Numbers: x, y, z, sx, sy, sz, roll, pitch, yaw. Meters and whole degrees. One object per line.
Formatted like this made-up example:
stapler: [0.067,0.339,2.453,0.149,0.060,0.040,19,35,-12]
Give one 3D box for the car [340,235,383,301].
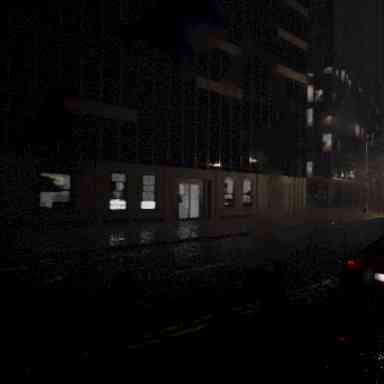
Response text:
car: [5.156,1.568,7.432,4.181,1.385,1.994,0,0,-38]
